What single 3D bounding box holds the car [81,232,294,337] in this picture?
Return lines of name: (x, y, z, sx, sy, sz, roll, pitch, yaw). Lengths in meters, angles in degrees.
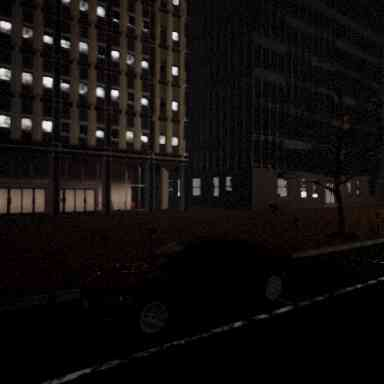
car: (0.124, 1.545, 6.639, 4.507, 1.381, 1.887, 0, 1, -36)
